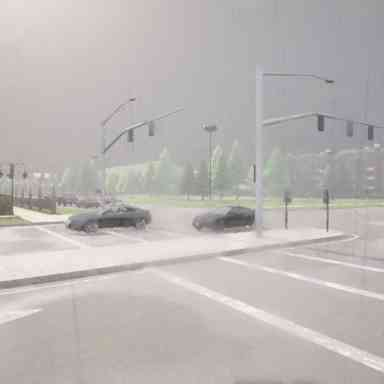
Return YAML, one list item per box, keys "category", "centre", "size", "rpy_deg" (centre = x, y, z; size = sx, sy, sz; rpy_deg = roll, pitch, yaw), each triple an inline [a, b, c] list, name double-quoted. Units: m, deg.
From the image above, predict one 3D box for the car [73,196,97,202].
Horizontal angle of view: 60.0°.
- category: "car"
  centre: [-14.235, 1.601, 45.497]
  size: [1.895, 1.301, 4.718]
  rpy_deg: [0, 0, -36]

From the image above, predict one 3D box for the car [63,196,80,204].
- category: "car"
  centre: [-23.000, 1.564, 63.630]
  size: [1.994, 1.385, 4.181]
  rpy_deg: [0, 0, -36]

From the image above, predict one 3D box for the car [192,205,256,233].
- category: "car"
  centre: [2.203, 1.525, 19.673]
  size: [4.674, 1.442, 1.812]
  rpy_deg: [0, 0, -35]

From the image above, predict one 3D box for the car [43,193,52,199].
- category: "car"
  centre: [-26.083, 1.221, 61.918]
  size: [2.150, 2.045, 5.566]
  rpy_deg: [0, 0, -35]

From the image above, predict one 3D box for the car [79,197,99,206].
- category: "car"
  centre: [-17.191, 1.564, 55.536]
  size: [1.994, 1.385, 4.181]
  rpy_deg: [0, 0, -36]

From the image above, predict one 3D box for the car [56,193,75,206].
- category: "car"
  centre: [-19.947, 1.221, 53.372]
  size: [2.150, 2.045, 5.566]
  rpy_deg: [0, 0, -36]

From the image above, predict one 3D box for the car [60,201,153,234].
- category: "car"
  centre: [-4.632, 1.491, 19.104]
  size: [4.902, 1.511, 2.128]
  rpy_deg: [0, 0, -35]

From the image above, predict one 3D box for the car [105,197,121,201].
- category: "car"
  centre: [-11.429, 1.491, 47.593]
  size: [2.128, 1.511, 4.902]
  rpy_deg: [0, 0, -36]
